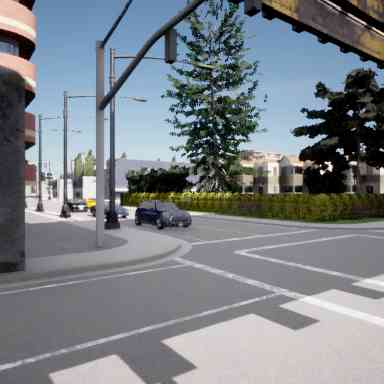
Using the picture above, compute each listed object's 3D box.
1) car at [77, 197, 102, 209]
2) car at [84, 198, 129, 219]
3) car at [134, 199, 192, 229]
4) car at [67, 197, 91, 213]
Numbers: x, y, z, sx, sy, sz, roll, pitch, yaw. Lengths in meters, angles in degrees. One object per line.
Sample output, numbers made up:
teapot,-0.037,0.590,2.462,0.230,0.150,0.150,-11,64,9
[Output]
car,-14.061,1.478,45.323,1.882,1.535,5.008,0,0,-34
car,-7.434,1.547,29.457,2.033,1.411,5.357,0,0,-35
car,-1.959,1.352,21.679,2.097,1.767,4.553,0,0,-35
car,-13.292,1.492,37.809,2.128,1.511,4.902,0,0,-35
